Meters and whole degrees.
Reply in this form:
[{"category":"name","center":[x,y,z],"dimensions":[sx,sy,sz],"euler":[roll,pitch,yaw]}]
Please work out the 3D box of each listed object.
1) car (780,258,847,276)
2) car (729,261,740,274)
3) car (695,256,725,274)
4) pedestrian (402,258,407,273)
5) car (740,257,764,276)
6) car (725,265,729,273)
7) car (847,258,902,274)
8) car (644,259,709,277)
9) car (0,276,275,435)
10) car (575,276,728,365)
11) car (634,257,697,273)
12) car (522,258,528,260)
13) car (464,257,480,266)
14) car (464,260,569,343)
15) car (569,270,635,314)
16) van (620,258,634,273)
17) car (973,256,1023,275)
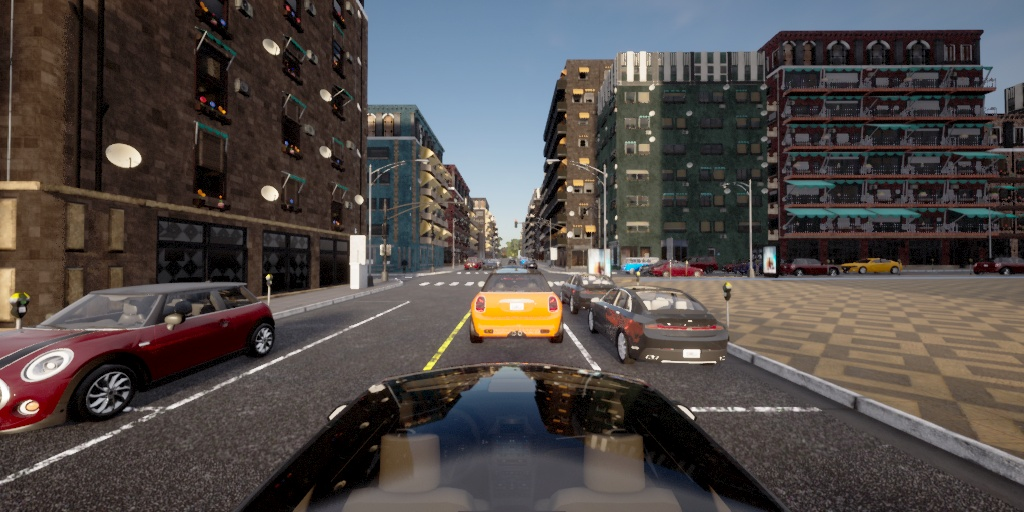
[{"category":"car","center":[24.783,0.934,29.930],"dimensions":[4.097,1.591,1.967],"euler":[0,0,0]},{"category":"car","center":[25.175,1.125,35.728],"dimensions":[5.357,1.411,2.033],"euler":[0,-1,0]},{"category":"car","center":[19.323,0.976,38.353],"dimensions":[5.009,1.841,2.192],"euler":[0,0,0]},{"category":"pedestrian","center":[-12.501,1.096,41.566],"dimensions":[0.375,1.860,0.375],"euler":[0,0,0]},{"category":"car","center":[23.845,0.892,32.542],"dimensions":[4.553,1.767,2.097],"euler":[0,-1,0]},{"category":"car","center":[24.851,1.164,38.310],"dimensions":[4.507,1.381,1.888],"euler":[0,0,0]},{"category":"car","center":[35.624,0.976,35.636],"dimensions":[5.008,1.535,1.882],"euler":[0,-1,1]},{"category":"car","center":[13.728,1.161,30.017],"dimensions":[4.207,1.307,1.802],"euler":[0,0,0]},{"category":"car","center":[-5.816,1.191,5.598],"dimensions":[1.967,1.591,4.097],"euler":[0,0,0]},{"category":"car","center":[2.825,1.302,7.828],"dimensions":[2.007,1.370,4.403],"euler":[0,0,0]},{"category":"car","center":[15.225,1.146,35.807],"dimensions":[4.902,1.511,2.128],"euler":[0,-1,1]},{"category":"car","center":[2.726,1.332,51.591],"dimensions":[1.948,1.339,4.313],"euler":[0,0,0]},{"category":"car","center":[-5.655,1.081,51.636],"dimensions":[2.192,1.841,5.009],"euler":[0,0,0]},{"category":"car","center":[0.103,1.104,9.809],"dimensions":[2.097,1.767,4.553],"euler":[0,0,0]},{"category":"car","center":[2.829,1.304,13.398],"dimensions":[2.007,1.370,4.403],"euler":[0,0,0]},{"category":"van","center":[13.796,1.044,38.397],"dimensions":[3.998,1.789,1.690],"euler":[0,0,0]},{"category":"car","center":[41.364,0.810,29.799],"dimensions":[4.097,1.591,1.967],"euler":[0,0,0]}]
